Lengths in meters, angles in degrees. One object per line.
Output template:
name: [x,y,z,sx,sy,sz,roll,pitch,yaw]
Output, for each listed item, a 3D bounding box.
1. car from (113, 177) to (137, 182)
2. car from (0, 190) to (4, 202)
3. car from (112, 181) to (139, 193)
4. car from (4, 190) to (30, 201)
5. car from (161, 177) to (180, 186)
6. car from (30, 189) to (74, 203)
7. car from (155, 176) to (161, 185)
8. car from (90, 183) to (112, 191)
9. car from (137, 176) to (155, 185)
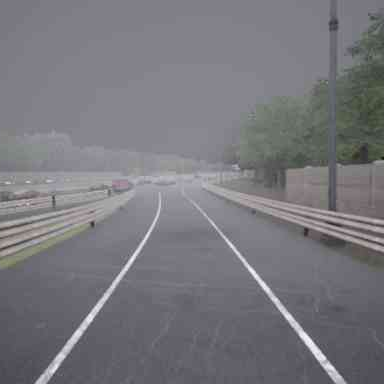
car: [-12.788,-1.417,61.295,2.150,2.045,5.566,1,4,14]
car: [-21.979,0.456,38.812,1.994,1.385,4.181,1,4,14]
car: [-10.842,-0.649,54.619,1.994,1.385,4.181,1,4,14]
car: [-18.581,0.452,37.970,1.812,1.442,4.674,1,4,14]
car: [-5.068,-2.195,77.885,1.994,1.385,4.181,1,4,14]
car: [-15.183,0.451,37.131,2.128,1.511,4.902,1,4,14]
car: [-7.498,-2.499,82.624,2.033,1.411,5.357,1,4,14]
car: [-16.678,-0.973,60.177,1.994,1.385,4.181,1,4,14]
car: [-11.387,-2.586,81.474,2.097,1.767,4.553,1,4,14]
